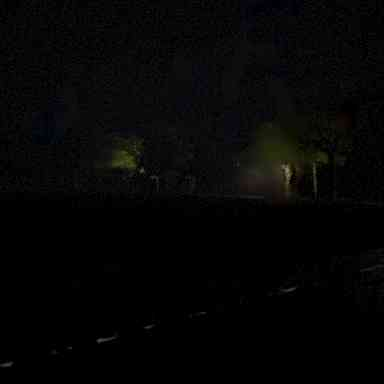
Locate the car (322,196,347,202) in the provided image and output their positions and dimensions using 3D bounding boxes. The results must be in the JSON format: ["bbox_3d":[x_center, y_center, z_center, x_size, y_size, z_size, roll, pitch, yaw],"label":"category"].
[{"bbox_3d":[29.681,1.386,69.473,1.895,1.301,4.718,0,2,-35],"label":"car"}]
